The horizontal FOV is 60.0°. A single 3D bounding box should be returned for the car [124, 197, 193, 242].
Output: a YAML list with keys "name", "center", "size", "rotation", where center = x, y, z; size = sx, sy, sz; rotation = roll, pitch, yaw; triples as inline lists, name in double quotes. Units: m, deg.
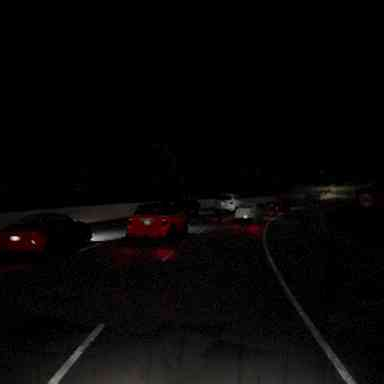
- name: "car"
  center: [-1.542, 1.335, 16.449]
  size: [2.097, 1.767, 4.553]
  rotation: [0, 0, 11]

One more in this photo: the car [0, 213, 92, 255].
- name: "car"
  center: [-5.662, 1.538, 13.220]
  size: [1.994, 1.385, 4.181]
  rotation: [0, 0, 8]

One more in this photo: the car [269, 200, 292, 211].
- name: "car"
  center: [11.123, 1.602, 41.437]
  size: [1.895, 1.301, 4.718]
  rotation: [0, 0, 28]

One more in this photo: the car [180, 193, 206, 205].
- name: "car"
  center: [0.262, 1.169, 58.363]
  size: [2.150, 2.045, 5.566]
  rotation: [0, 0, 29]

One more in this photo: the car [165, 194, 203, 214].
- name: "car"
  center: [-0.947, 1.195, 31.679]
  size: [2.150, 2.045, 5.566]
  rotation: [0, 0, 19]

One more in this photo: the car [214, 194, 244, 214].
- name: "car"
  center: [4.048, 1.208, 34.793]
  size: [2.150, 2.045, 5.566]
  rotation: [0, 0, 23]

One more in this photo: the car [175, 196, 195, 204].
- name: "car"
  center: [-1.252, 1.522, 62.878]
  size: [1.994, 1.385, 4.181]
  rotation: [0, 0, 29]

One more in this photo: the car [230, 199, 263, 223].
- name: "car"
  center: [4.453, 1.519, 25.760]
  size: [1.812, 1.442, 4.674]
  rotation: [0, 0, 17]
